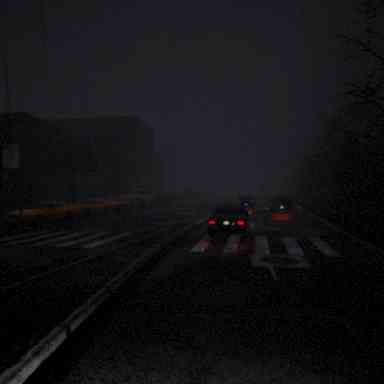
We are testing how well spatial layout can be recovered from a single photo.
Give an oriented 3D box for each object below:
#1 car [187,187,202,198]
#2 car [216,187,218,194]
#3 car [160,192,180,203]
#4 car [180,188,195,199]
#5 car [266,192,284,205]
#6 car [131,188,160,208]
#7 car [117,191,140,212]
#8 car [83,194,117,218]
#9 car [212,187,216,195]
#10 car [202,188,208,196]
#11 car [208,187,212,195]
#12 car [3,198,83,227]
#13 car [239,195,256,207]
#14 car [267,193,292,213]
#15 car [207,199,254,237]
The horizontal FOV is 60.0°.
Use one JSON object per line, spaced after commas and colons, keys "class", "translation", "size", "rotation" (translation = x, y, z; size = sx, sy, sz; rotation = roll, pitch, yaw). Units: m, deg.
{"class": "car", "translation": [-0.341, 0.131, 64.384], "size": [2.435, 2.045, 5.566], "rotation": [0, 1, 12]}
{"class": "car", "translation": [5.151, -0.123, 91.170], "size": [1.946, 1.575, 5.366], "rotation": [0, 1, 12]}
{"class": "car", "translation": [-3.671, 0.716, 48.152], "size": [2.163, 1.488, 4.792], "rotation": [0, 1, 12]}
{"class": "car", "translation": [-1.441, 0.484, 59.011], "size": [2.231, 1.521, 4.892], "rotation": [0, 1, 12]}
{"class": "car", "translation": [10.755, 0.786, 43.366], "size": [2.033, 1.411, 5.357], "rotation": [0, 1, 12]}
{"class": "car", "translation": [-5.886, 0.638, 37.326], "size": [2.435, 2.045, 5.566], "rotation": [0, 1, 12]}
{"class": "car", "translation": [-7.053, 0.993, 31.642], "size": [1.946, 1.575, 5.366], "rotation": [0, 1, 12]}
{"class": "car", "translation": [-8.163, 1.095, 26.230], "size": [1.946, 1.575, 5.366], "rotation": [0, 1, 12]}
{"class": "car", "translation": [4.084, -0.148, 85.968], "size": [2.185, 1.767, 4.553], "rotation": [0, 1, 12]}
{"class": "car", "translation": [1.498, 0.211, 73.627], "size": [2.231, 1.521, 4.892], "rotation": [0, 1, 12]}
{"class": "car", "translation": [2.932, 0.080, 80.346], "size": [1.946, 1.575, 5.366], "rotation": [0, 1, 12]}
{"class": "car", "translation": [-9.282, 1.199, 20.823], "size": [1.946, 1.575, 5.366], "rotation": [0, 1, 12]}
{"class": "car", "translation": [6.130, 0.983, 37.119], "size": [1.895, 1.301, 4.718], "rotation": [0, 1, 12]}
{"class": "car", "translation": [7.980, 0.995, 30.063], "size": [1.837, 1.490, 4.892], "rotation": [0, 1, 12]}
{"class": "car", "translation": [1.904, 1.319, 16.532], "size": [2.033, 1.411, 5.357], "rotation": [0, 1, 10]}
